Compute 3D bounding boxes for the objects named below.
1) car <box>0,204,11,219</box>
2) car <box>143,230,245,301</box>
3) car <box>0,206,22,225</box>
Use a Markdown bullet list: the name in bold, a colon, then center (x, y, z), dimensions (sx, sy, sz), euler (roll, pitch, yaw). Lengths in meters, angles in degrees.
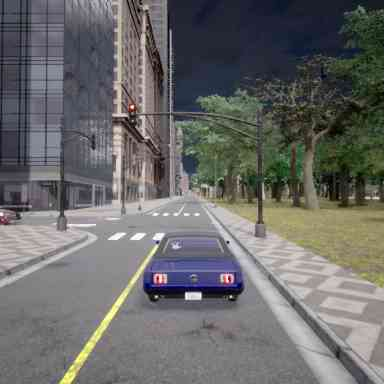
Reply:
- **car**: center (-18.943, 1.727, 29.819), dimensions (4.313, 1.339, 1.947), euler (0, -1, 0)
- **car**: center (0.020, 1.607, 8.278), dimensions (1.895, 1.301, 4.718), euler (0, 0, 0)
- **car**: center (-13.497, 1.373, 21.296), dimensions (4.097, 1.590, 1.967), euler (0, -2, -1)
